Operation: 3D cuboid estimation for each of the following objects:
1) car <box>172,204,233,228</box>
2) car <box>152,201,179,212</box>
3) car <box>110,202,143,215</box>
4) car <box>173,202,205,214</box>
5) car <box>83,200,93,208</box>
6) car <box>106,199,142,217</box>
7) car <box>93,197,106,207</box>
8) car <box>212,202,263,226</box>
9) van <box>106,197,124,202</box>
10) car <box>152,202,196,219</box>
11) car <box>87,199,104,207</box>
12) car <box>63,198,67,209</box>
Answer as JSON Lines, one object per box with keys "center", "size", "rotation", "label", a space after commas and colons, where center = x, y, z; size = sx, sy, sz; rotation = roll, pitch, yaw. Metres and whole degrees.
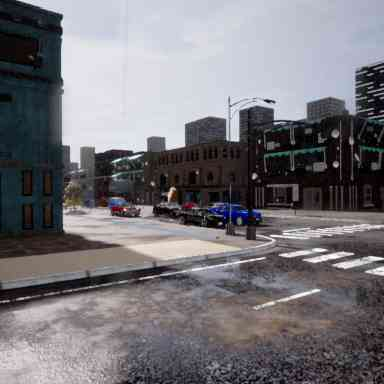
{"center": [0.682, 1.814, 24.561], "size": [1.947, 1.339, 4.313], "rotation": [-2, 0, -35], "label": "car"}
{"center": [-3.636, 1.966, 45.310], "size": [1.802, 1.307, 4.206], "rotation": [-2, 0, -35], "label": "car"}
{"center": [-8.318, 1.989, 41.928], "size": [2.033, 1.411, 5.357], "rotation": [-1, 0, -35], "label": "car"}
{"center": [-0.430, 1.904, 40.799], "size": [1.802, 1.307, 4.206], "rotation": [-2, 0, -35], "label": "car"}
{"center": [-19.522, 2.194, 63.217], "size": [1.812, 1.442, 4.674], "rotation": [-1, 0, -35], "label": "car"}
{"center": [-7.262, 1.847, 35.941], "size": [1.967, 1.590, 4.097], "rotation": [-1, 0, -35], "label": "car"}
{"center": [-16.470, 1.940, 63.355], "size": [2.192, 1.841, 5.009], "rotation": [-1, 0, -35], "label": "car"}
{"center": [3.209, 1.693, 25.697], "size": [1.882, 1.535, 5.008], "rotation": [-1, 0, -36], "label": "car"}
{"center": [-13.263, 1.907, 58.844], "size": [1.690, 1.788, 3.998], "rotation": [-1, 0, -35], "label": "van"}
{"center": [-2.189, 1.814, 33.295], "size": [2.128, 1.511, 4.902], "rotation": [-1, 0, -35], "label": "car"}
{"center": [-19.672, 2.228, 67.867], "size": [1.887, 1.381, 4.507], "rotation": [-1, 0, -35], "label": "car"}
{"center": [-23.196, 2.233, 58.360], "size": [1.752, 1.417, 4.829], "rotation": [-1, 0, -35], "label": "car"}
